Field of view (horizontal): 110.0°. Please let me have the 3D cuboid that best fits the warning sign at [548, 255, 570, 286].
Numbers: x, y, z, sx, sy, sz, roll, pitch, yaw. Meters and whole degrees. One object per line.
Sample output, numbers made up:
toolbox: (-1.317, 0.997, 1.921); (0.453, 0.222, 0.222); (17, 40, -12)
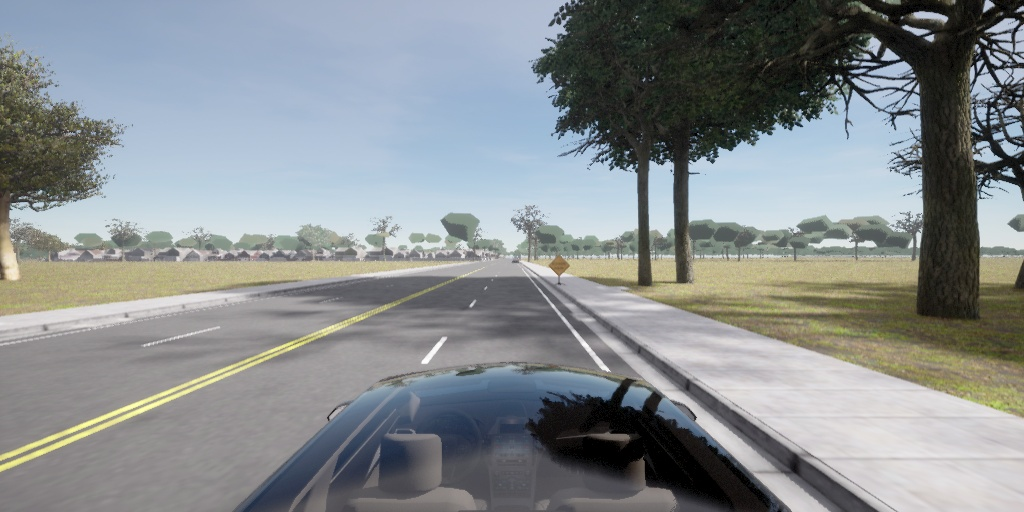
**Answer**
warning sign: (2.850, 0.860, 21.639); (1.300, 1.860, 1.060); (0, 0, 0)
